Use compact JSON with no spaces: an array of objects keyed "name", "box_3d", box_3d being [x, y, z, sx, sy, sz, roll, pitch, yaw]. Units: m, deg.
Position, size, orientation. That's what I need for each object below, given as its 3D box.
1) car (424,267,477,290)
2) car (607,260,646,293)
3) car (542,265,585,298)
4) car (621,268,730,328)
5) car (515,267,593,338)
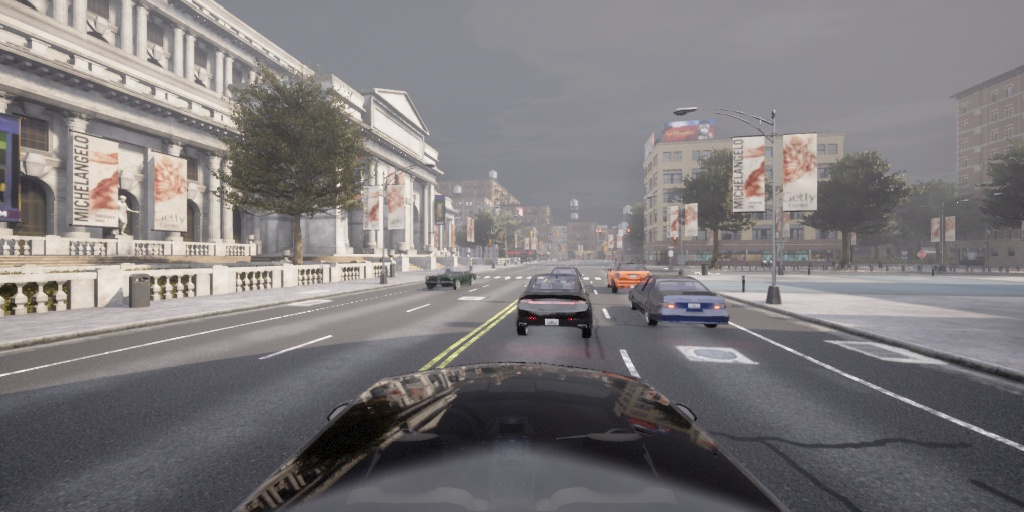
[{"name":"car","box_3d":[-3.754,1.363,22.591,1.895,1.301,4.718,0,0,11]},{"name":"car","box_3d":[6.716,1.102,20.789,2.097,1.767,4.553,0,0,10]},{"name":"car","box_3d":[2.945,1.297,19.763,2.033,1.411,5.357,0,0,11]},{"name":"car","box_3d":[4.998,1.297,11.476,2.033,1.411,5.357,0,0,10]},{"name":"car","box_3d":[1.270,1.242,10.287,2.128,1.511,4.902,0,0,9]}]
